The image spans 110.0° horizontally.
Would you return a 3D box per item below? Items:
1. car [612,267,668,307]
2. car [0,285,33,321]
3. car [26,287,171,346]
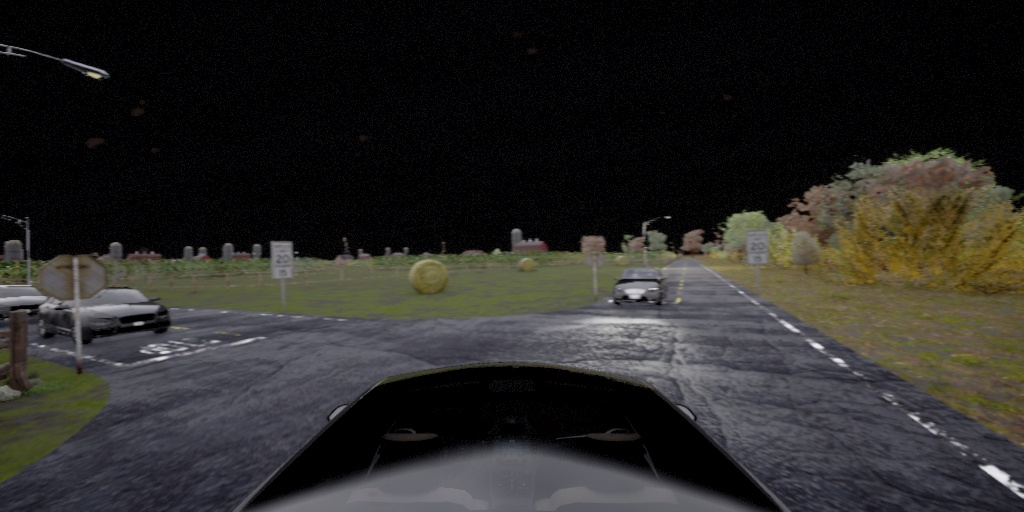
[{"bbox_3d":[5.601,1.228,15.470,2.128,1.511,4.902,-2,-1,26],"label":"car"},{"bbox_3d":[-21.677,2.034,15.419,4.892,1.490,1.837,-1,0,25],"label":"car"},{"bbox_3d":[-12.709,1.731,11.149,4.892,1.490,1.837,-2,0,26],"label":"car"}]
